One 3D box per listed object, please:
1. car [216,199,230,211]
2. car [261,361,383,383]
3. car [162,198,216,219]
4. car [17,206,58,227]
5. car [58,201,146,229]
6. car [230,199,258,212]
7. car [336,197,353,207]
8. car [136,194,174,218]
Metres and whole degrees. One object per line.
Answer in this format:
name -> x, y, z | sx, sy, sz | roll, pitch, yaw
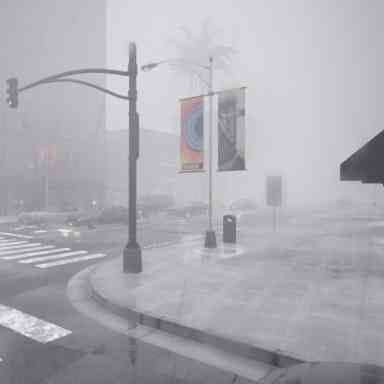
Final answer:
car -> 2.203, 1.528, 39.332 | 1.882, 1.535, 5.008 | 0, 0, 35
car -> 2.173, 1.551, 1.296 | 4.403, 1.369, 2.008 | 0, 0, 36
car -> -0.170, 1.515, 30.353 | 1.882, 1.535, 5.008 | 0, 0, 35
car -> -9.356, 1.615, 22.989 | 1.895, 1.301, 4.718 | 0, 0, 35
car -> -5.836, 1.568, 22.328 | 2.033, 1.411, 5.357 | 0, 0, 35
car -> 6.129, 1.550, 39.260 | 2.128, 1.511, 4.902 | 0, 0, 35
car -> 24.756, 1.619, 54.043 | 2.128, 1.511, 4.902 | 0, 0, 35
car -> -3.720, 1.252, 30.962 | 2.150, 2.045, 5.566 | 0, 0, 35
